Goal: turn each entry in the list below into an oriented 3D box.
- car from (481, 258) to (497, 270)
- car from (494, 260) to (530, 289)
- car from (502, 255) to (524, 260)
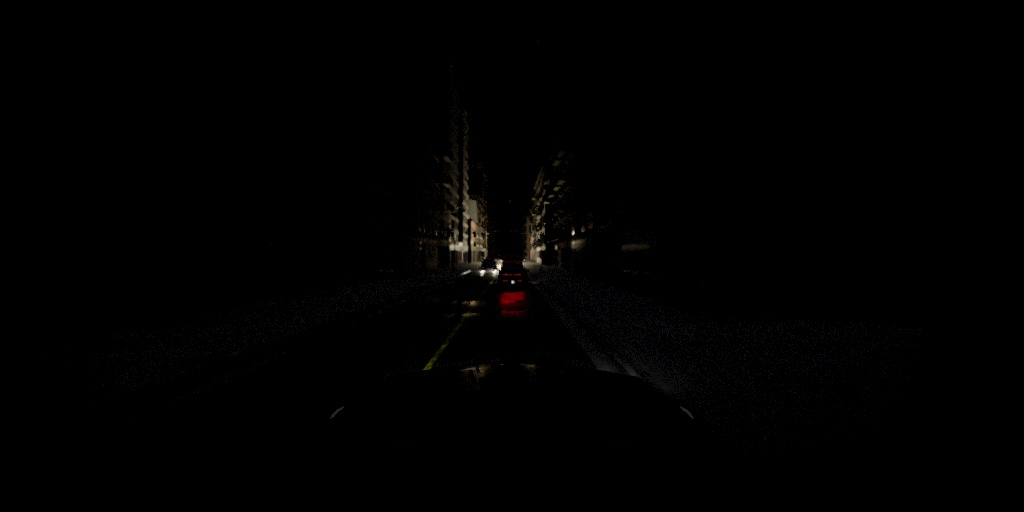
[{"bbox_3d":[-3.094,1.104,48.358,1.882,1.535,5.008,0,0,0],"label":"car"},{"bbox_3d":[0.063,1.207,22.860,1.837,1.490,4.892,0,1,0],"label":"car"},{"bbox_3d":[0.056,0.879,38.971,2.150,2.045,5.566,0,1,0],"label":"car"}]
